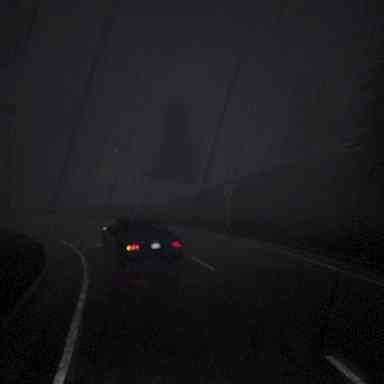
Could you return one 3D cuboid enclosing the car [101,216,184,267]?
[{"bbox_3d":[-1.938,1.547,11.551,2.033,1.411,5.357,0,0,-22],"label":"car"}]

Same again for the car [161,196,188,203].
[{"bbox_3d":[-3.030,1.549,66.420,2.033,1.411,5.357,0,0,41],"label":"car"}]

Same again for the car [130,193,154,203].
[{"bbox_3d":[-10.140,1.225,68.902,2.150,2.045,5.566,0,0,41],"label":"car"}]

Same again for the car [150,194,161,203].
[{"bbox_3d":[-5.866,1.557,68.483,1.994,1.385,4.181,0,0,41],"label":"car"}]
